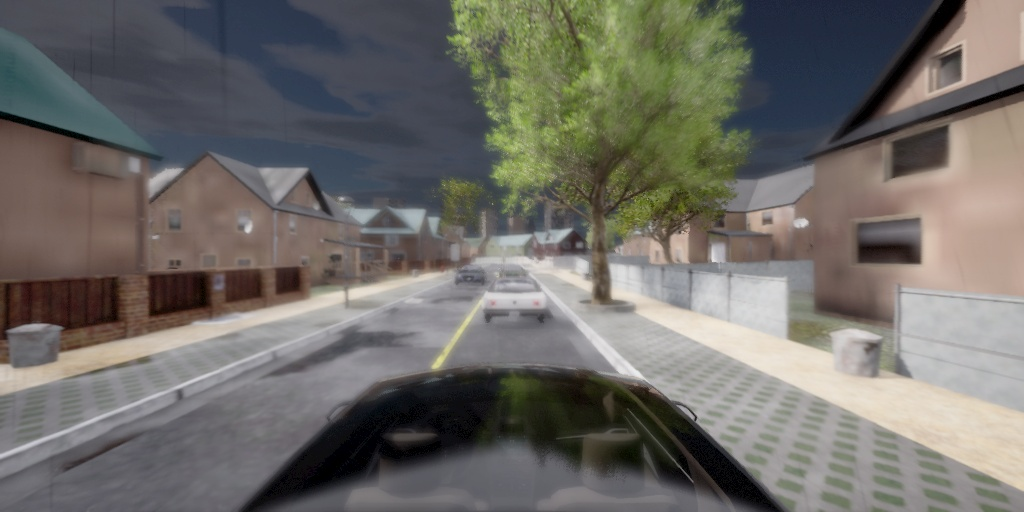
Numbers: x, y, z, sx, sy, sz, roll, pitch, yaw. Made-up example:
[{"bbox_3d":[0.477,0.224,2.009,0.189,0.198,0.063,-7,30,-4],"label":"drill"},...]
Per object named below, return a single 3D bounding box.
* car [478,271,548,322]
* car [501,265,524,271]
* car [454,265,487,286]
[{"bbox_3d":[0.078,1.349,12.291,1.895,1.301,4.718,0,0,0],"label":"car"},{"bbox_3d":[0.072,1.345,26.324,1.895,1.301,4.718,0,0,0],"label":"car"},{"bbox_3d":[-2.834,1.309,25.412,1.994,1.385,4.181,0,0,0],"label":"car"}]
